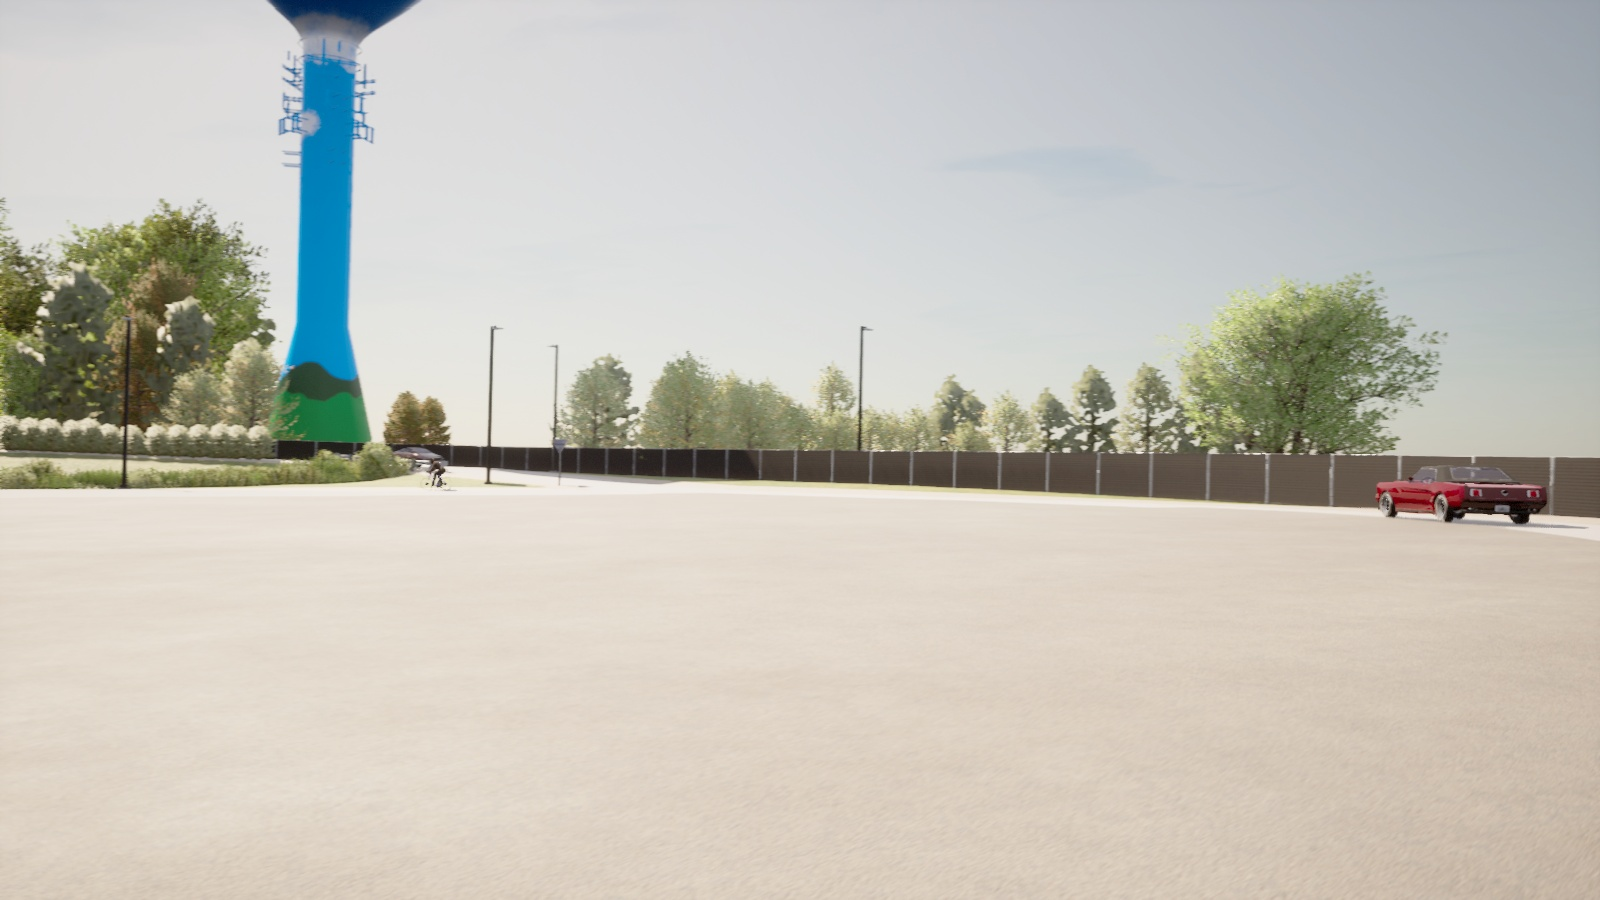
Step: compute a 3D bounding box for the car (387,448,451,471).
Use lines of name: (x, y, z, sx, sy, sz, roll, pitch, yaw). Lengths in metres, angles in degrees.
car: (-26.587, 0.665, 87.597, 4.181, 1.385, 1.994, 2, 0, 33)

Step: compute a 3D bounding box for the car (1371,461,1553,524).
car: (15.215, 0.948, 29.187, 1.895, 1.301, 4.718, 1, -1, 2)
